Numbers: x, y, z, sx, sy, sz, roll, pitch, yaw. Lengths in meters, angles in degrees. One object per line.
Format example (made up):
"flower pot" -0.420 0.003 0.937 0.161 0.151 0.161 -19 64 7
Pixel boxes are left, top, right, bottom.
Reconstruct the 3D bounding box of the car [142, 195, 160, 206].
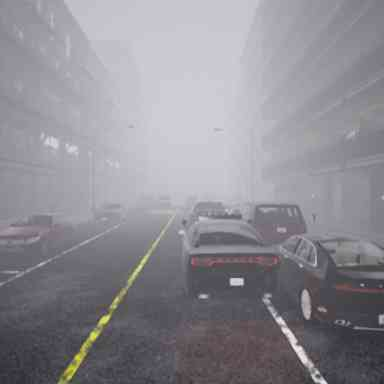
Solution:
"car" -5.695 1.148 46.492 1.887 1.381 4.507 1 1 0

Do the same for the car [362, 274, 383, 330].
"car" 2.699 1.541 1.068 2.008 1.369 4.403 1 0 0

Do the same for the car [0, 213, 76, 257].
"car" -5.685 1.478 12.465 1.802 1.307 4.206 1 0 0

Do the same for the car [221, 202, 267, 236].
"car" 2.694 1.372 18.250 1.752 1.417 4.829 1 0 0

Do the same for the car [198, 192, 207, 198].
"car" 2.673 0.790 86.127 2.008 1.369 4.403 1 1 0

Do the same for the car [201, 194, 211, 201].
"car" 2.681 1.032 63.447 1.802 1.307 4.206 1 1 0

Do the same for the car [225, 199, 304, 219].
"car" 2.699 1.211 12.408 2.192 1.841 5.009 1 0 0

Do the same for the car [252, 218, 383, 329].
"car" 2.697 1.495 6.738 2.008 1.369 4.403 1 0 0

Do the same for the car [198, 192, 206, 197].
"car" 2.671 0.737 91.798 2.008 1.369 4.403 1 1 0

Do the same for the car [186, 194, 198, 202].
"car" -0.020 1.059 58.523 1.994 1.385 4.181 0 1 0

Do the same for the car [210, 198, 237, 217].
"car" 2.690 1.296 29.421 1.887 1.381 4.507 1 0 0

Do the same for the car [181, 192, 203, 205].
"car" -0.005 1.108 44.913 2.128 1.511 4.902 0 0 0

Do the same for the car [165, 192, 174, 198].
"car" -5.708 0.790 86.190 2.008 1.369 4.403 1 1 0

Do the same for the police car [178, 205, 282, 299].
"police car" 0.694 1.354 8.441 1.930 1.638 5.238 0 0 -2

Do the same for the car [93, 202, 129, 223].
"car" -5.688 1.365 23.808 1.947 1.339 4.313 1 0 0

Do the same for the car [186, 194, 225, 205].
"car" 0.858 1.198 18.314 2.097 1.767 4.553 0 0 0

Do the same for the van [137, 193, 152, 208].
"van" -5.690 0.994 40.819 1.690 1.788 3.998 1 0 0

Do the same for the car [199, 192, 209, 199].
"car" 2.678 0.786 74.785 1.967 1.590 4.097 1 1 0

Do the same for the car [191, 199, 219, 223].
"car" 0.835 1.300 24.346 1.837 1.490 4.892 0 1 0

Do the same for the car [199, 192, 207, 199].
"car" 2.675 0.837 80.457 1.887 1.381 4.507 1 1 0

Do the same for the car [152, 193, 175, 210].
"car" -3.112 1.182 38.090 1.837 1.490 4.892 0 1 0

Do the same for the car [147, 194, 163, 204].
"car" -5.697 1.104 52.164 2.008 1.369 4.403 1 1 0

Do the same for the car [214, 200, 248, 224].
"car" 2.692 1.345 23.751 1.887 1.381 4.507 1 0 0

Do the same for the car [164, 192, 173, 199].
"car" -5.705 0.819 80.349 1.752 1.417 4.829 1 1 0

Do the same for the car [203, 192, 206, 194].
"car" 2.683 0.942 57.774 1.967 1.590 4.097 1 1 0
